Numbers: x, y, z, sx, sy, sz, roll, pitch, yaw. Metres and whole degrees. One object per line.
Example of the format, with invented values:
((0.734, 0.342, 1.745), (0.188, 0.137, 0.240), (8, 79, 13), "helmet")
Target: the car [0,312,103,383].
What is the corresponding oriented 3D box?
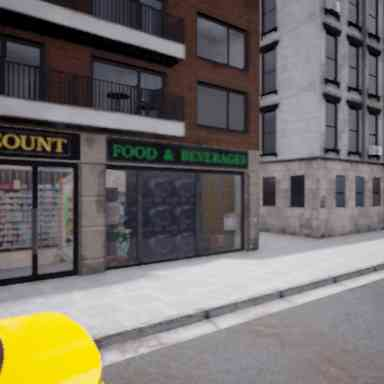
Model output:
((-2.847, 1.479, 1.333), (5.008, 1.535, 1.882), (0, 0, -36), "car")
